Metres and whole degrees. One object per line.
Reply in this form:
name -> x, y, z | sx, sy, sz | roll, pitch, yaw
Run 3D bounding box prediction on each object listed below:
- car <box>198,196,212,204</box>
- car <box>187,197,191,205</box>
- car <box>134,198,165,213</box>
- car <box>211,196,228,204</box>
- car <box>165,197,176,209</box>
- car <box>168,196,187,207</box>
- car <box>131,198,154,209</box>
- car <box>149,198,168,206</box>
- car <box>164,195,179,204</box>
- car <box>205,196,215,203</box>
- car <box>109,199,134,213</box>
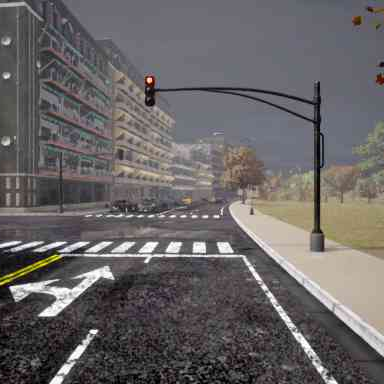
car -> 2.509, 1.728, 69.124 | 2.128, 1.511, 4.902 | 0, 0, 9
car -> -1.358, 1.691, 65.569 | 1.882, 1.535, 5.008 | 0, 0, 9
car -> -4.793, 1.433, 38.154 | 2.097, 1.767, 4.553 | 0, 0, 5
car -> 5.722, 1.783, 68.634 | 2.033, 1.411, 5.357 | 0, 0, 9
car -> -3.892, 1.722, 47.101 | 1.895, 1.301, 4.718 | 0, 0, 7
car -> -2.670, 1.713, 56.674 | 2.033, 1.411, 5.357 | 0, 0, 8
car -> -7.045, 1.672, 48.075 | 2.033, 1.411, 5.357 | 0, 0, 6
car -> -5.738, 1.719, 58.147 | 2.033, 1.411, 5.357 | 0, 0, 8
car -> -4.211, 1.579, 68.281 | 2.097, 1.767, 4.553 | 0, 0, 9
car -> 4.335, 1.729, 79.323 | 1.882, 1.535, 5.008 | 0, 0, 12
car -> -8.037, 1.586, 38.379 | 1.837, 1.490, 4.892 | 0, 0, 5
